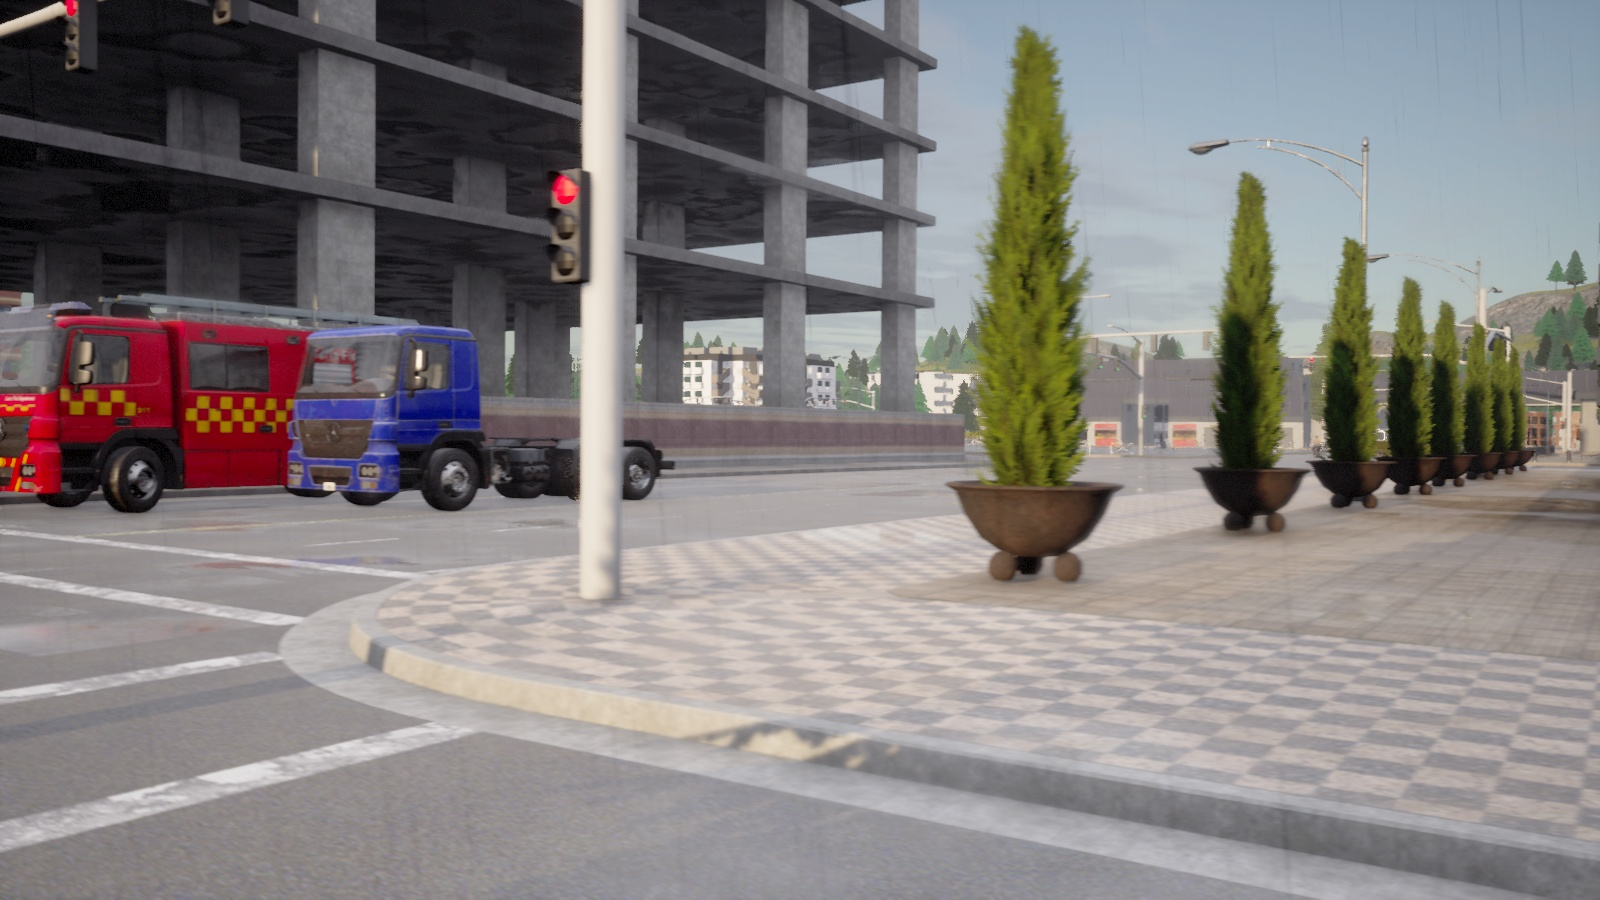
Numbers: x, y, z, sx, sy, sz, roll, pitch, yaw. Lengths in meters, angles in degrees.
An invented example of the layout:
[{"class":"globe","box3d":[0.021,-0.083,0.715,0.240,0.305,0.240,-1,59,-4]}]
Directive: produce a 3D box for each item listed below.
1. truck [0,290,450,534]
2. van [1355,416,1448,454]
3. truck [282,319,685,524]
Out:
[{"class":"truck","box3d":[-11.052,-0.662,24.063,2.891,3.827,8.468,0,1,34]},{"class":"van","box3d":[33.552,-0.833,70.092,4.480,2.038,2.069,0,1,33]},{"class":"truck","box3d":[-5.981,-0.542,25.327,2.891,3.462,7.936,0,1,34]}]
